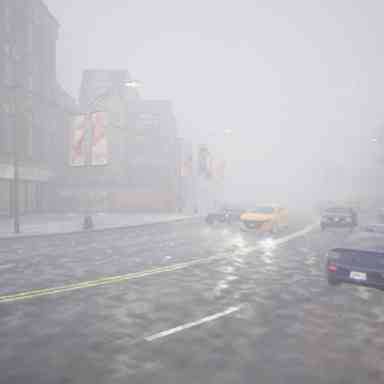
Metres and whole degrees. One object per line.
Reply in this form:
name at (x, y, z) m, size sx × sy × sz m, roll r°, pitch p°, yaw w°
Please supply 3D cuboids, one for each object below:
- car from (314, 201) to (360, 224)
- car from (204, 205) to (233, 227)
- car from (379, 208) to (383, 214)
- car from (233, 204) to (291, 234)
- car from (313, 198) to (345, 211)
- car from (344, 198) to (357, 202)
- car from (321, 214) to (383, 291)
car at (9.009, 1.541, 20.246) m, size 2.033 × 1.411 × 5.357 m, roll 0°, pitch 0°, yaw 28°
car at (2.563, 1.588, 23.318) m, size 1.895 × 1.301 × 4.718 m, roll 0°, pitch 0°, yaw 28°
car at (13.745, 1.559, 22.161) m, size 1.994 × 1.385 × 4.181 m, roll 0°, pitch 0°, yaw 24°
car at (4.431, 1.468, 19.591) m, size 1.882 × 1.535 × 5.008 m, roll 0°, pitch 0°, yaw 30°
car at (14.003, 1.535, 34.871) m, size 2.033 × 1.411 × 5.357 m, roll 0°, pitch 0°, yaw 10°
car at (18.041, 1.464, 39.316) m, size 1.882 × 1.535 × 5.008 m, roll 0°, pitch 0°, yaw 5°
car at (4.901, 1.524, 8.420) m, size 1.812 × 1.442 × 4.674 m, roll 0°, pitch 0°, yaw 42°
